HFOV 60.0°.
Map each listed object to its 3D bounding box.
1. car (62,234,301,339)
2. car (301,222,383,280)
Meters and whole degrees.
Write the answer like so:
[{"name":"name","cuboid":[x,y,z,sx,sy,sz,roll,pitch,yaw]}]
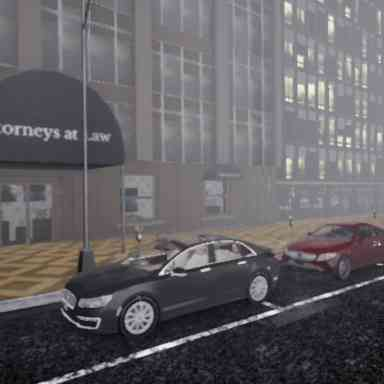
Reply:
[{"name":"car","cuboid":[-0.176,1.538,6.439,4.403,1.369,2.008,0,0,-35]},{"name":"car","cuboid":[4.457,1.550,9.731,4.206,1.307,1.802,0,0,-35]}]
